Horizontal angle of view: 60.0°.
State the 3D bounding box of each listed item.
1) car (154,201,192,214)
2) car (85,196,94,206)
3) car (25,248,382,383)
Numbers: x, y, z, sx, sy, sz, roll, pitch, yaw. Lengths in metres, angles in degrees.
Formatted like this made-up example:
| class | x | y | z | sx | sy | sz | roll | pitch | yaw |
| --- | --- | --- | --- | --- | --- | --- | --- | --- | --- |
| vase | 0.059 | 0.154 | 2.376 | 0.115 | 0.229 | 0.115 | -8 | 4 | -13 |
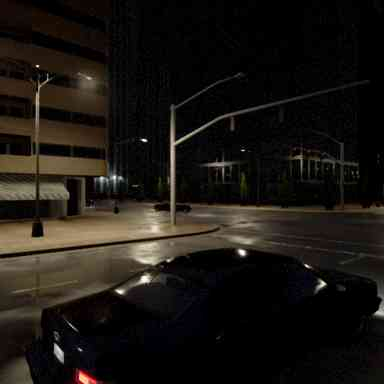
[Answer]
| class | x | y | z | sx | sy | sz | roll | pitch | yaw |
| --- | --- | --- | --- | --- | --- | --- | --- | --- | --- |
| car | -2.130 | 1.652 | 36.864 | 1.895 | 1.301 | 4.718 | 0 | 0 | -42 |
| car | -17.898 | 1.402 | 54.416 | 2.097 | 1.767 | 4.553 | 0 | 0 | -42 |
| car | 0.696 | 1.547 | 4.703 | 5.357 | 1.411 | 2.033 | 0 | 0 | -39 |
